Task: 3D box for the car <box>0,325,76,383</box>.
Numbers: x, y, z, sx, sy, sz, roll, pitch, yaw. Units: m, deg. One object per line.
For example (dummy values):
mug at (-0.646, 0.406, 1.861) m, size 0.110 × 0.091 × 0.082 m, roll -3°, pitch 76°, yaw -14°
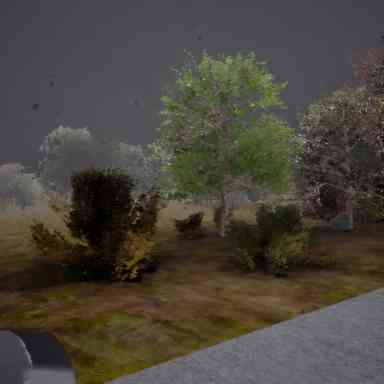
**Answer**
car at (-2.832, 1.494, 1.053) m, size 4.902 × 1.511 × 2.128 m, roll 0°, pitch 0°, yaw -35°
